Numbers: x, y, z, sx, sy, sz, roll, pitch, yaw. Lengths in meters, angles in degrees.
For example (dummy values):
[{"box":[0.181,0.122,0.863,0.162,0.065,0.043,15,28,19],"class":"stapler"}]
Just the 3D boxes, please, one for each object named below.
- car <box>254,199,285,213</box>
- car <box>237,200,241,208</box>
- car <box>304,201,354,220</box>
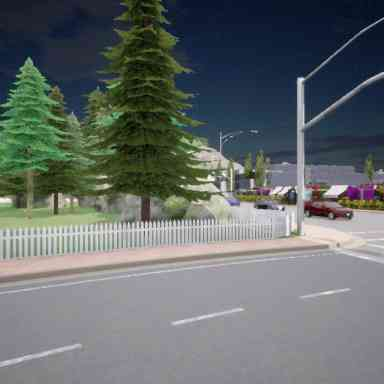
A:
[{"box":[8.909,1.547,38.510,2.128,1.511,4.902,0,0,-17],"class":"car"},{"box":[5.623,1.533,49.552,1.882,1.535,5.008,0,0,-16],"class":"car"},{"box":[11.762,1.533,28.967,1.882,1.535,5.008,0,0,-17],"class":"car"}]
